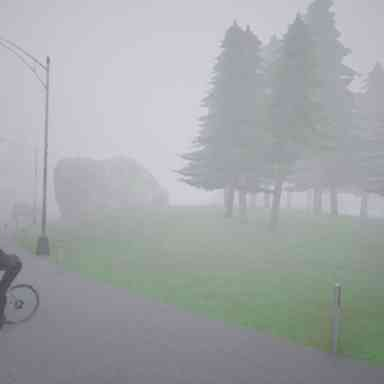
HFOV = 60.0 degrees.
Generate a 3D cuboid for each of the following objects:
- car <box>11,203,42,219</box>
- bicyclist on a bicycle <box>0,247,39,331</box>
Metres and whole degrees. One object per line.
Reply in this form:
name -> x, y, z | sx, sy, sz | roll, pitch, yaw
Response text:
car -> -21.253, 2.484, 43.322 | 2.150, 2.045, 5.566 | 2, -4, 1
bicyclist on a bicycle -> -3.295, 1.455, 5.343 | 0.582, 1.620, 1.656 | 0, 0, 43
